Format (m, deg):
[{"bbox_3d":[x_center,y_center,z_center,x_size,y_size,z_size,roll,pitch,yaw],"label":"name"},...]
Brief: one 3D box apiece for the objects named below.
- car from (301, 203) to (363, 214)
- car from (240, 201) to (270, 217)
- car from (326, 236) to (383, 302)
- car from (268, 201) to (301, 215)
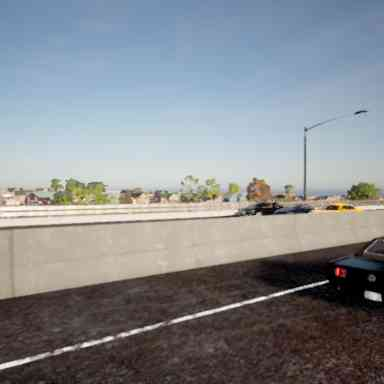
[{"bbox_3d":[10.452,1.567,24.140,5.008,1.535,1.882,0,0,-35],"label":"car"},{"bbox_3d":[6.430,1.592,29.868,4.892,1.490,1.837,0,0,-35],"label":"car"},{"bbox_3d":[5.137,1.629,7.373,4.718,1.301,1.895,0,0,-35],"label":"car"},{"bbox_3d":[8.584,1.653,27.101,4.181,1.385,1.994,0,0,-35],"label":"car"}]
